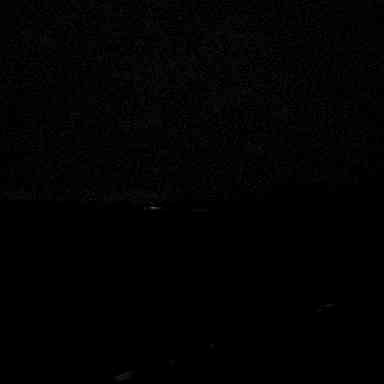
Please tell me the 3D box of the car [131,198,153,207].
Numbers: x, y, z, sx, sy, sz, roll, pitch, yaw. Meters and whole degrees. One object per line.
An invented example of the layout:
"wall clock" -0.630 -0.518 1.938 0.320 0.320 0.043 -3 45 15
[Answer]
"car" -8.739 1.786 57.775 2.097 1.767 4.553 0 -1 -40
